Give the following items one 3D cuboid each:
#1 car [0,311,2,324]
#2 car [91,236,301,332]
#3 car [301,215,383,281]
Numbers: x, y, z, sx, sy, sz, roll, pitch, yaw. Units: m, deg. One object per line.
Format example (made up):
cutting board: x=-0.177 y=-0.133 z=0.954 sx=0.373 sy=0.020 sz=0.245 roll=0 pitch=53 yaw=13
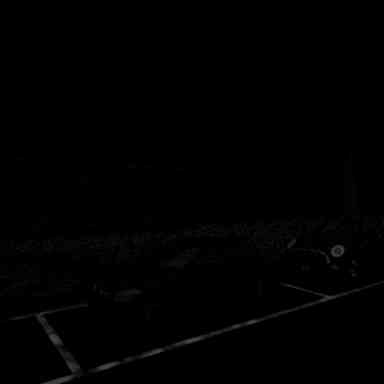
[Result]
car: x=-4.493 y=1.549 z=3.556 sx=4.313 sy=1.339 sz=1.947 roll=1 pitch=0 yaw=-35
car: x=0.098 y=1.621 z=6.831 sx=4.206 sy=1.307 sz=1.802 roll=1 pitch=0 yaw=-35
car: x=4.690 y=1.535 z=10.105 sx=4.097 sy=1.590 sz=1.967 roll=1 pitch=0 yaw=-35
